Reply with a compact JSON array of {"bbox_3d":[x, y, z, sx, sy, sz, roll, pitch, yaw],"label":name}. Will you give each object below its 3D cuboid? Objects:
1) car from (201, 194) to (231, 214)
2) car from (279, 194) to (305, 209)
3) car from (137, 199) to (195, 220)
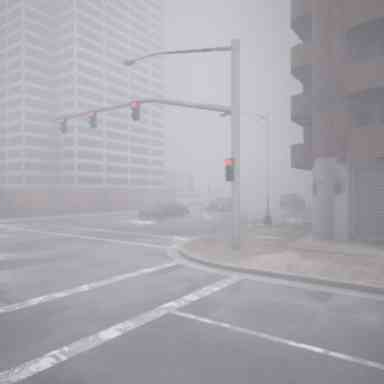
[{"bbox_3d":[3.410,1.412,37.154,2.097,1.767,4.553,0,0,35],"label":"car"},{"bbox_3d":[13.703,1.271,45.418,2.150,2.045,5.566,0,0,35],"label":"car"},{"bbox_3d":[-2.322,1.607,29.058,2.033,1.411,5.357,0,0,35],"label":"car"}]
